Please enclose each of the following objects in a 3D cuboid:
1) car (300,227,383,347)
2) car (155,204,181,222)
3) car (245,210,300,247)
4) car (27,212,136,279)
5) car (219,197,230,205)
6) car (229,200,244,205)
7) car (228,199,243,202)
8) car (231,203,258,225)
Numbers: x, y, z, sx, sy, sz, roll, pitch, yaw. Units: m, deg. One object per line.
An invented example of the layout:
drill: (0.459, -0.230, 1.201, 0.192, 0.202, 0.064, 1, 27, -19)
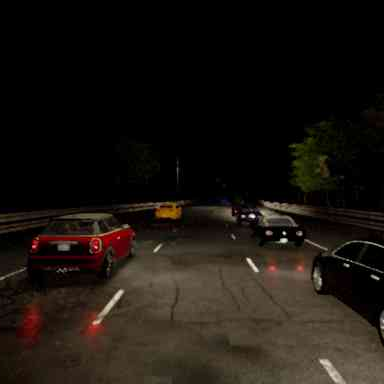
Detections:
car: (3.718, 1.564, 6.083, 1.837, 1.490, 4.892, 0, -1, 1)
car: (-2.099, 1.828, 30.358, 1.882, 1.535, 5.008, 0, -1, 4)
car: (3.885, 1.751, 15.959, 1.895, 1.301, 4.718, 0, -1, 3)
car: (-3.176, 1.447, 10.525, 2.097, 1.767, 4.553, 0, -1, 2)
car: (7.597, 2.408, 79.764, 1.882, 1.535, 5.008, 0, 0, 9)
car: (5.413, 1.964, 37.408, 1.882, 1.535, 5.008, 0, -1, 6)
car: (6.609, 2.157, 48.105, 1.882, 1.535, 5.008, 0, -1, 7)
car: (4.505, 1.841, 26.681, 2.033, 1.411, 5.357, 0, -1, 4)
